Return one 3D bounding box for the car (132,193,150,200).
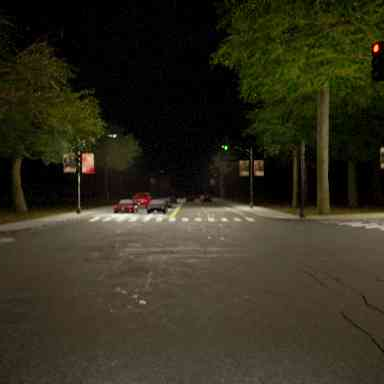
[{"bbox_3d":[-6.775,1.128,45.186,2.150,2.045,5.566,0,0,0],"label":"car"}]

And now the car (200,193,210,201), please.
[{"bbox_3d":[2.866,1.087,74.729,2.097,1.767,4.553,0,0,0],"label":"car"}]

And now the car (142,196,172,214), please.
[{"bbox_3d":[-3.489,1.474,34.442,2.033,1.411,5.357,0,0,0],"label":"car"}]

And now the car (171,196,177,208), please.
[{"bbox_3d":[-3.525,1.455,44.520,2.033,1.411,5.357,0,0,0],"label":"car"}]

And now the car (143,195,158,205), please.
[{"bbox_3d":[-6.824,1.370,55.555,1.882,1.535,5.008,0,0,0],"label":"car"}]

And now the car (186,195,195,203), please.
[{"bbox_3d":[-0.330,1.432,64.316,2.033,1.411,5.357,0,0,0],"label":"car"}]

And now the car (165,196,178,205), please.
[{"bbox_3d":[-3.568,1.437,58.366,2.033,1.411,5.357,0,0,0],"label":"car"}]

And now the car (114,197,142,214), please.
[{"bbox_3d":[-6.737,1.491,34.479,1.994,1.385,4.181,0,0,0],"label":"car"}]

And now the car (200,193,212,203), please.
[{"bbox_3d":[2.920,1.432,64.334,2.033,1.411,5.357,0,0,0],"label":"car"}]

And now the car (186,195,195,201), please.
[{"bbox_3d":[-0.384,1.327,74.772,1.895,1.301,4.718,0,0,0],"label":"car"}]
